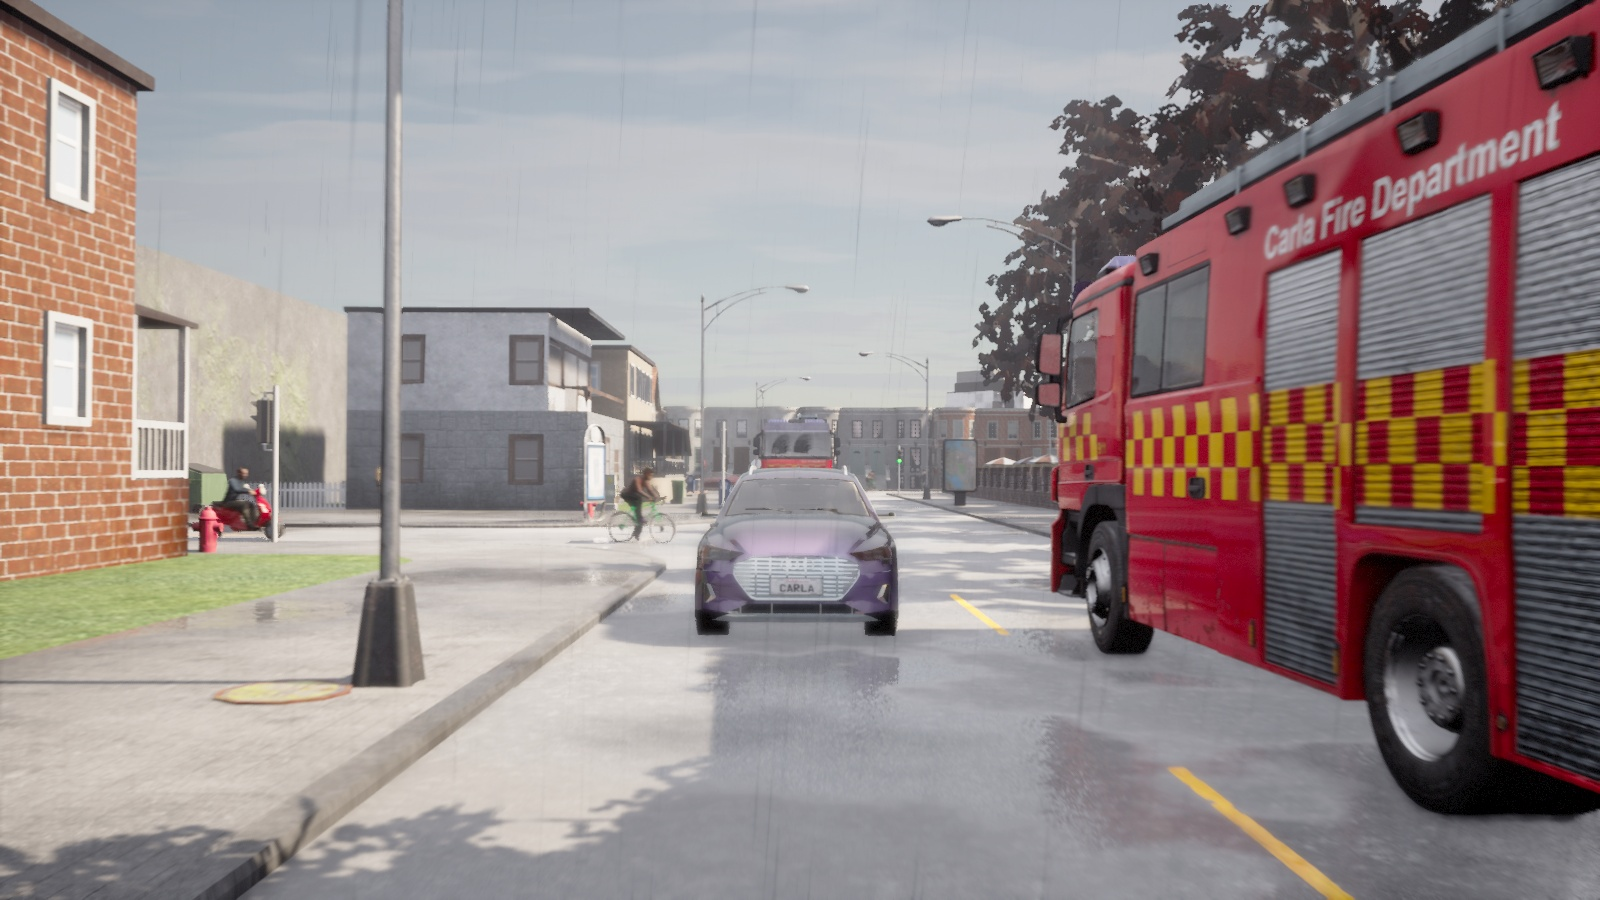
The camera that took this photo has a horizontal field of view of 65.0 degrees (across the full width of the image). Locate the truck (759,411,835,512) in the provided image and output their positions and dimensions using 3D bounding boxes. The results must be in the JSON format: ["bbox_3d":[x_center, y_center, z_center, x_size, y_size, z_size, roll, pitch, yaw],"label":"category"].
[{"bbox_3d":[-0.132,0.520,51.962,2.891,3.827,8.468,0,-1,0],"label":"truck"}]

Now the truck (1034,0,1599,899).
[{"bbox_3d":[4.081,-0.222,8.631,2.891,3.827,8.468,0,-1,-3],"label":"truck"}]

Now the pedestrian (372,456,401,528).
[{"bbox_3d":[-11.296,1.144,34.290,0.692,1.930,0.396,-1,-1,33],"label":"pedestrian"}]

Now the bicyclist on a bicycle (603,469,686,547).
[{"bbox_3d":[-3.336,1.232,26.918,1.656,1.620,0.582,0,1,22],"label":"bicyclist on a bicycle"}]

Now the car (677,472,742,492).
[{"bbox_3d":[-6.967,2.470,97.265,4.792,1.488,2.163,0,-1,2],"label":"car"}]

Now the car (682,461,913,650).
[{"bbox_3d":[-0.012,0.971,13.505,2.033,1.649,4.856,0,-1,0],"label":"car"}]

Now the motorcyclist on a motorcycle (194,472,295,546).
[{"bbox_3d":[-12.169,1.278,27.553,1.817,1.590,0.866,0,-1,0],"label":"motorcyclist on a motorcycle"}]
